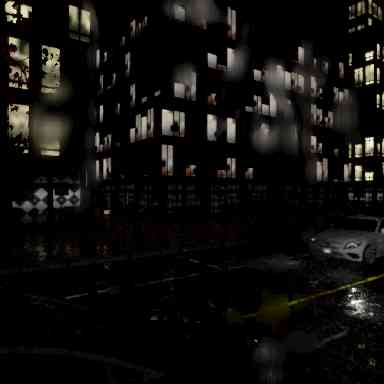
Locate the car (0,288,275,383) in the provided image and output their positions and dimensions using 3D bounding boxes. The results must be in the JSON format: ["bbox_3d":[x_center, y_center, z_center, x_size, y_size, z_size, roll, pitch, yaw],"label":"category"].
[{"bbox_3d":[-1.481,1.491,2.256,4.902,1.511,2.128,0,0,-35],"label":"car"}]

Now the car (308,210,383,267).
[{"bbox_3d":[6.019,1.524,11.518,4.674,1.442,1.812,0,0,-36],"label":"car"}]
